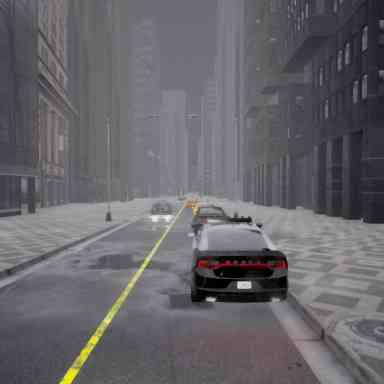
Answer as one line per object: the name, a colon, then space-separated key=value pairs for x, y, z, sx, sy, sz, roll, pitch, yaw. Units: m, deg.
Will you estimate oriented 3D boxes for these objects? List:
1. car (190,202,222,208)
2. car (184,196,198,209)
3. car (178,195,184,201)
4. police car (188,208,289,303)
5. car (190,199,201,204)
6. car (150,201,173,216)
car: x=0.962 y=1.514 z=18.302 sx=1.837 sy=1.490 sz=4.892 roll=0 pitch=0 yaw=0
car: x=0.189 y=1.530 z=47.070 sx=1.882 sy=1.535 sz=5.008 roll=0 pitch=0 yaw=1
car: x=-2.695 y=1.610 z=87.090 sx=1.882 sy=1.535 sz=5.008 roll=0 pitch=0 yaw=0
police car: x=0.927 y=1.426 z=8.411 sx=1.930 sy=1.638 sz=5.238 roll=0 pitch=0 yaw=0
car: x=0.983 y=1.495 z=24.303 sx=1.882 sy=1.535 sz=5.008 roll=0 pitch=0 yaw=0
car: x=-2.985 y=1.594 z=33.426 sx=1.994 sy=1.385 sz=4.181 roll=0 pitch=0 yaw=0
